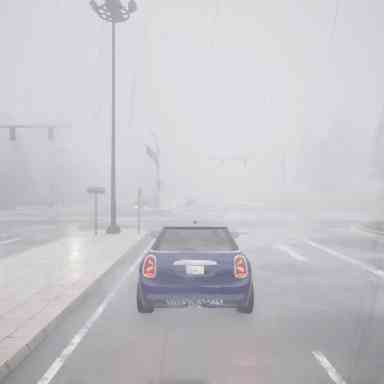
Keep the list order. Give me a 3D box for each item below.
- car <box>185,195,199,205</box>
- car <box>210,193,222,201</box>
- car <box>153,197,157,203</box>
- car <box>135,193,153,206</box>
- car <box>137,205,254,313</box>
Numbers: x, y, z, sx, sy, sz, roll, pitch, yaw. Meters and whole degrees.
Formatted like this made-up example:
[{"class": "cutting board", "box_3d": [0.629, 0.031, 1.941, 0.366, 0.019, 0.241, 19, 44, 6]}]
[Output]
[{"class": "car", "box_3d": [-0.157, 1.525, 54.623, 1.812, 1.442, 4.674, 0, 0, -1]}, {"class": "car", "box_3d": [6.363, 1.214, 84.913, 2.150, 2.045, 5.566, 0, 0, -1]}, {"class": "car", "box_3d": [-8.363, 1.547, 65.596, 2.033, 1.411, 5.357, 0, 0, 0]}, {"class": "car", "box_3d": [-8.265, 1.352, 55.982, 2.097, 1.767, 4.553, 0, 0, -1]}, {"class": "car", "box_3d": [0.072, 1.352, 7.803, 2.097, 1.767, 4.553, 0, 0, 0]}]
